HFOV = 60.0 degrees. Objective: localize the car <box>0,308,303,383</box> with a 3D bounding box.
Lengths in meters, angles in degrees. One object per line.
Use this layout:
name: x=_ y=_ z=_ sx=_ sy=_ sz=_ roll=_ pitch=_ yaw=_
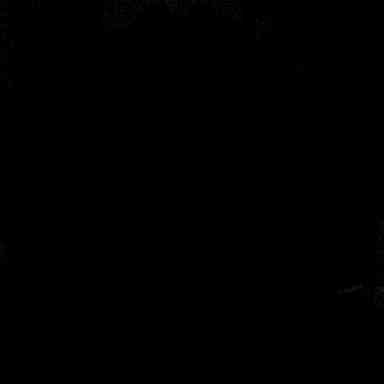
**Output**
car: x=-1.464 y=1.638 z=1.929 sx=4.718 sy=1.301 sz=1.895 roll=0 pitch=-1 yaw=-38
